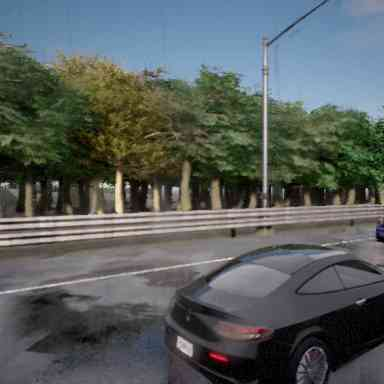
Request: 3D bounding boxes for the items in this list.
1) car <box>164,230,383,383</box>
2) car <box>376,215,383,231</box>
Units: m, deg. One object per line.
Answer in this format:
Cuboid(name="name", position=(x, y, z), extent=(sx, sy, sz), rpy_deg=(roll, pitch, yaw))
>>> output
Cuboid(name="car", position=(1.810, 1.524, 4.975), extent=(4.674, 1.442, 1.812), rpy_deg=(0, 0, -35))
Cuboid(name="car", position=(10.306, 1.357, 14.909), extent=(4.553, 1.767, 2.097), rpy_deg=(0, 0, -33))
